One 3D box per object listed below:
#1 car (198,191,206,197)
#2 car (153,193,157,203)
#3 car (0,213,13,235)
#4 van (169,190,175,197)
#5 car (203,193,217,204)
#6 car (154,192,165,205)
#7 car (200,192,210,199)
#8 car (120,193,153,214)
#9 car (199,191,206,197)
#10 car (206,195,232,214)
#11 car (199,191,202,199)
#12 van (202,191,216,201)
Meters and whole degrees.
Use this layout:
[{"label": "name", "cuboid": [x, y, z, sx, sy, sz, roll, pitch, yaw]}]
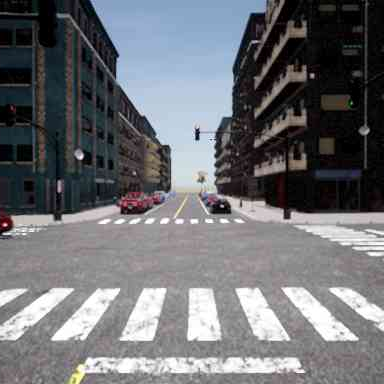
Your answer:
[{"label": "car", "cuboid": [2.717, 0.519, 91.836, 1.887, 1.381, 4.507, 0, 1, 0]}, {"label": "car", "cuboid": [-5.255, 1.150, 36.331, 1.887, 1.381, 4.507, 0, 1, 0]}, {"label": "car", "cuboid": [-11.245, 1.430, 15.994, 5.008, 1.535, 1.882, -1, 0, 8]}, {"label": "van", "cuboid": [-5.172, 0.380, 86.294, 1.690, 1.788, 3.998, 0, 1, 0]}, {"label": "car", "cuboid": [2.635, 1.125, 41.871, 1.802, 1.307, 4.206, 0, 1, 0]}, {"label": "car", "cuboid": [-5.236, 1.026, 47.435, 1.887, 1.381, 4.507, 0, 1, 0]}, {"label": "car", "cuboid": [2.681, 0.781, 69.629, 2.008, 1.369, 4.403, 0, 1, 0]}, {"label": "car", "cuboid": [-5.264, 0.981, 30.777, 2.192, 1.841, 5.009, 0, 1, 0]}, {"label": "car", "cuboid": [2.708, 0.583, 86.284, 1.887, 1.381, 4.507, 0, 1, 0]}, {"label": "car", "cuboid": [2.616, 1.232, 30.767, 1.947, 1.339, 4.313, 0, 1, 0]}, {"label": "car", "cuboid": [2.663, 0.796, 58.524, 1.967, 1.590, 4.097, 0, 1, 0]}, {"label": "van", "cuboid": [2.645, 0.822, 47.420, 1.690, 1.788, 3.998, 0, 1, 0]}]
